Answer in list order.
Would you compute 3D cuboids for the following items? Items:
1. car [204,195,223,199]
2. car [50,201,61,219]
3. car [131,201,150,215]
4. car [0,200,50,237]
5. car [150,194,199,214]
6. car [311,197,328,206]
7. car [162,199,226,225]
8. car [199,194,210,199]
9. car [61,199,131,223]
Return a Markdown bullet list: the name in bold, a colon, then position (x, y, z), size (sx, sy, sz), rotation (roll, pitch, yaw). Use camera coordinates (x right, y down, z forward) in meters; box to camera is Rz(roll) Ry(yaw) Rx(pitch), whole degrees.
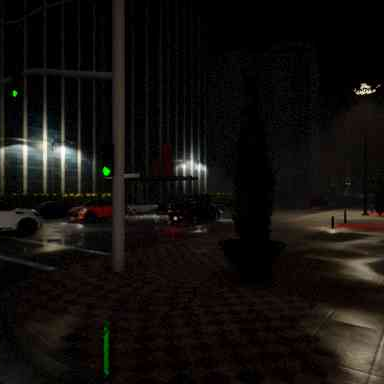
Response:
- **car**: position (4.129, 1.491, 42.470), size (2.128, 1.511, 4.902), rotation (0, 0, 35)
- **car**: position (-11.235, 1.478, 26.574), size (1.882, 1.535, 5.008), rotation (0, 0, 35)
- **car**: position (-5.573, 1.601, 34.699), size (1.895, 1.301, 4.718), rotation (0, 0, 35)
- **car**: position (-10.029, 1.221, 15.710), size (2.150, 2.045, 5.566), rotation (0, 0, 35)
- **car**: position (-1.711, 1.352, 34.113), size (2.097, 1.767, 4.553), rotation (0, 0, 35)
- **car**: position (20.509, 1.505, 53.416), size (1.837, 1.490, 4.892), rotation (0, 0, 35)
- **car**: position (0.275, 1.505, 24.376), size (1.837, 1.490, 4.892), rotation (0, 0, 35)
- **car**: position (0.560, 1.221, 43.472), size (2.150, 2.045, 5.566), rotation (0, 0, 35)
- **car**: position (-7.400, 1.352, 25.952), size (2.097, 1.767, 4.553), rotation (0, 0, 35)
